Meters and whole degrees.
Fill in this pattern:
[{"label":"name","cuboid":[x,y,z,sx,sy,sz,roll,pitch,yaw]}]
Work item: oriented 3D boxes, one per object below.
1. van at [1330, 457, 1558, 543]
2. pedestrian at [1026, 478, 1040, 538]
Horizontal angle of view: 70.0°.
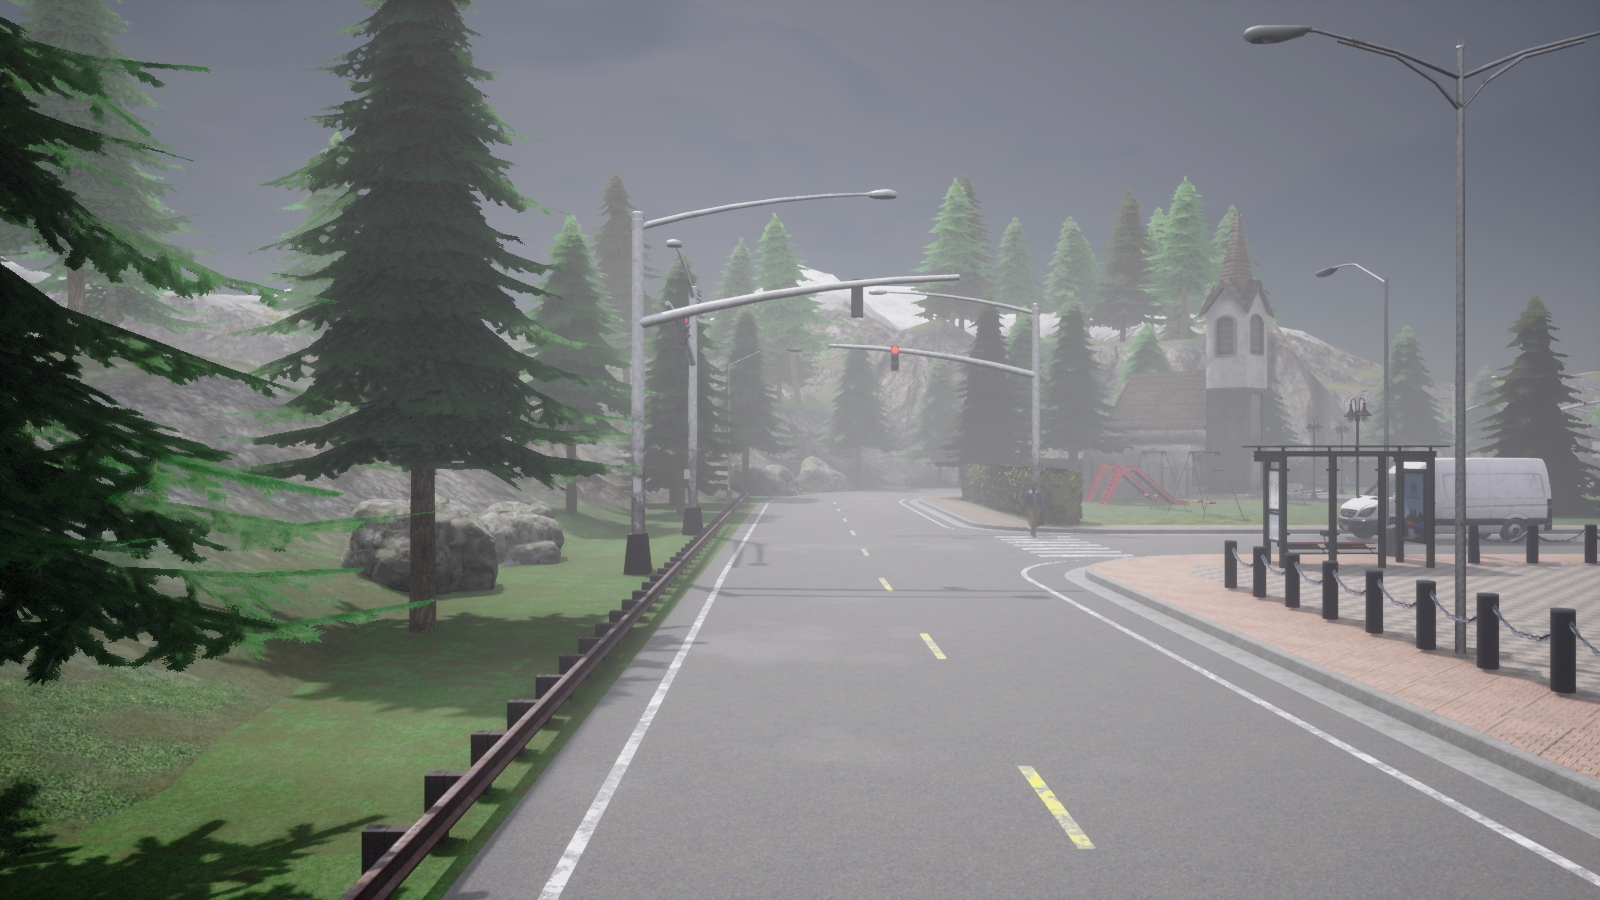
[{"label":"van","cuboid":[19.746,1.515,35.223,5.915,2.561,1.988,0,0,0]},{"label":"pedestrian","cuboid":[7.365,1.833,36.124,0.375,1.860,0.375,0,0,0]}]
